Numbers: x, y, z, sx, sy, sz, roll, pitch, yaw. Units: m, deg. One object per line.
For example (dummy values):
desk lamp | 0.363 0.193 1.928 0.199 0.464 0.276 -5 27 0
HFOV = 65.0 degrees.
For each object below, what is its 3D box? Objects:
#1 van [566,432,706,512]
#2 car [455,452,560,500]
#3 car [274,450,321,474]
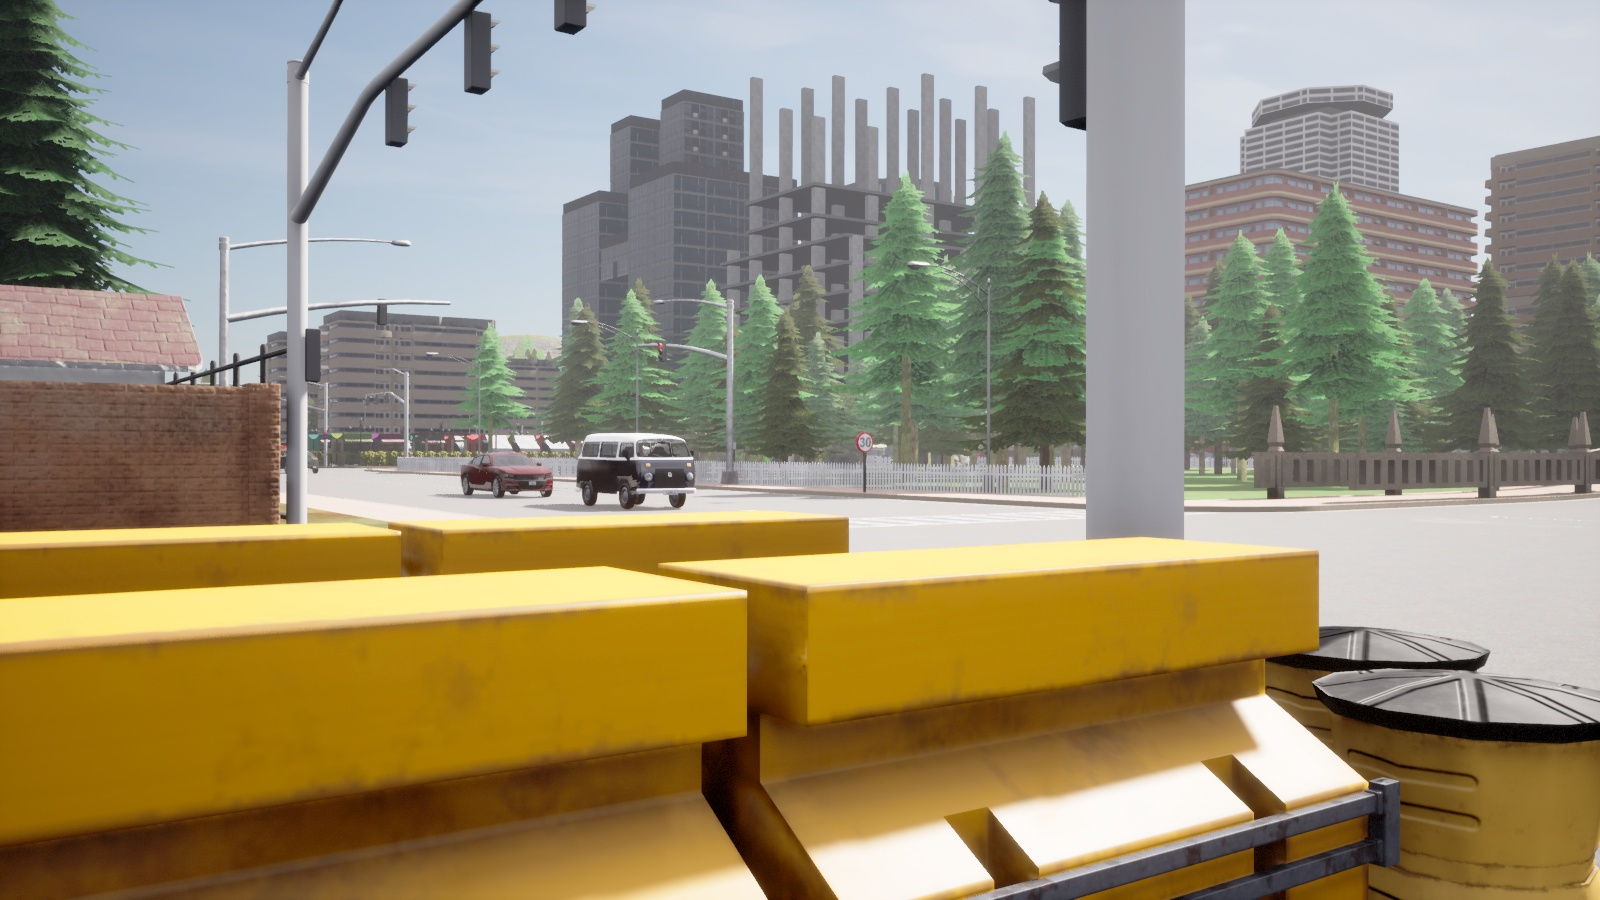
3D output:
van | -4.568 0.562 34.452 2.069 2.038 4.480 0 0 -33
car | -10.039 0.849 42.856 1.882 1.535 5.008 0 0 -33
car | -35.247 0.813 88.001 2.152 1.651 5.027 0 0 -33
